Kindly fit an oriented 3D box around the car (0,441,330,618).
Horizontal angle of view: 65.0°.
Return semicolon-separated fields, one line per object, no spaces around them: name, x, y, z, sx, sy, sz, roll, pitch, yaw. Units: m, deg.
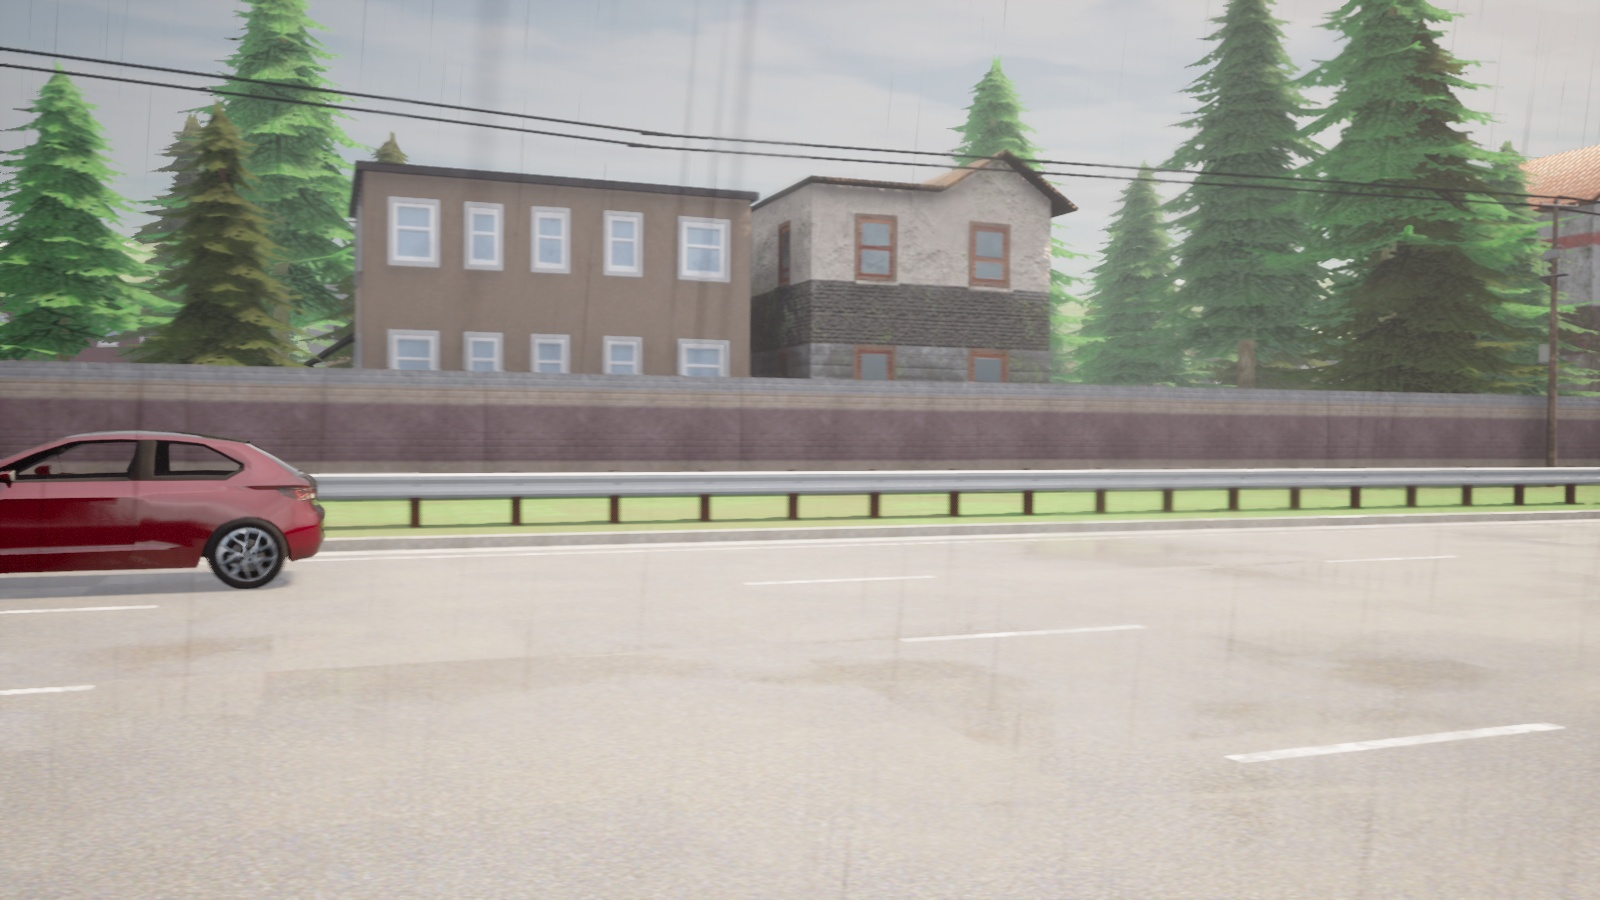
car;-6.718;0.695;11.920;4.193;1.474;1.816;-1;1;-21
